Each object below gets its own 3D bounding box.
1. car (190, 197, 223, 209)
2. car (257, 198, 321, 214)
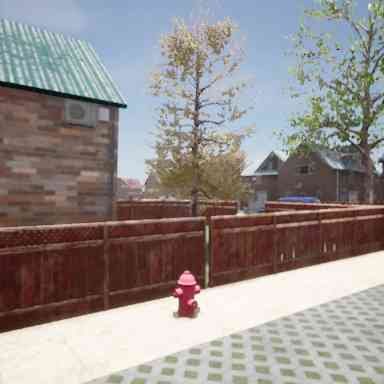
[{"bbox_3d":[1.680,1.470,30.255,2.150,2.045,5.566,2,-2,-35],"label":"car"},{"bbox_3d":[7.798,1.474,26.778,2.150,2.045,5.566,2,-2,-36],"label":"car"}]
